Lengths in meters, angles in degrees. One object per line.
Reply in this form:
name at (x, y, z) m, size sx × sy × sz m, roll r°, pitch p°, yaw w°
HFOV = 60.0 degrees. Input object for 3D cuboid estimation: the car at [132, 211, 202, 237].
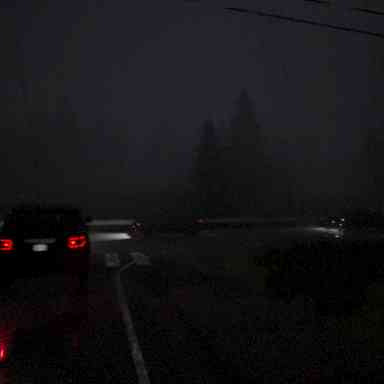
car at (-1.509, 1.860, 19.979) m, size 4.181 × 1.385 × 1.994 m, roll 0°, pitch -1°, yaw -18°

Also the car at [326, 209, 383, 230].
car at (11.807, 1.927, 23.815) m, size 4.181 × 1.385 × 1.994 m, roll 0°, pitch -1°, yaw -16°

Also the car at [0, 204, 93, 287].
car at (-4.268, 1.373, 10.112) m, size 2.150 × 2.045 × 5.566 m, roll 1°, pitch -1°, yaw -18°
